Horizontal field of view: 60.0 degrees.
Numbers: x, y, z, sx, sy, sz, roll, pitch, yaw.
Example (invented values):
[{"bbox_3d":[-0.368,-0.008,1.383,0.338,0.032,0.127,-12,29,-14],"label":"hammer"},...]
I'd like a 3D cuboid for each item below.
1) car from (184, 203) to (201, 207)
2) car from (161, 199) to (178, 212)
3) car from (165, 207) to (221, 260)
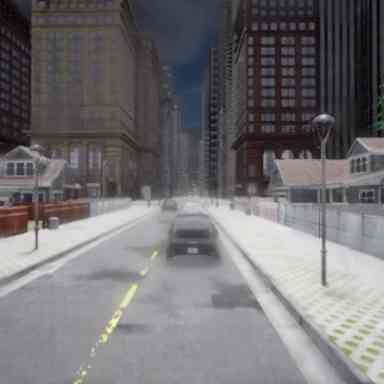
[{"bbox_3d":[0.060,1.662,28.305,1.812,1.442,4.674,0,0,1],"label":"car"},{"bbox_3d":[-2.794,1.698,42.223,1.882,1.535,5.008,0,-1,0],"label":"car"},{"bbox_3d":[0.049,1.559,12.686,1.837,1.490,4.892,0,0,1],"label":"car"}]
